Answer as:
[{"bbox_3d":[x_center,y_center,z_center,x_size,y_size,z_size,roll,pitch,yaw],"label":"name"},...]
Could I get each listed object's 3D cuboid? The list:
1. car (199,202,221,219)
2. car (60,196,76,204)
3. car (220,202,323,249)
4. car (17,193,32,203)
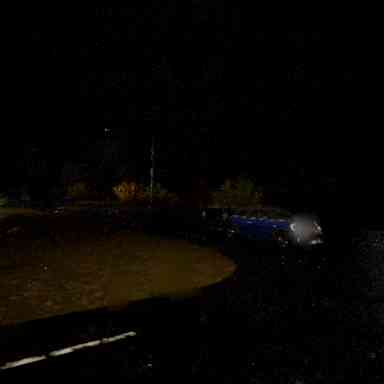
[{"bbox_3d":[2.575,1.643,28.710,2.128,1.511,4.902,1,0,-37],"label":"car"},{"bbox_3d":[-23.466,1.437,63.028,1.812,1.442,4.674,1,0,-37],"label":"car"},{"bbox_3d":[3.741,1.482,15.592,2.097,1.767,4.553,1,0,-37],"label":"car"},{"bbox_3d":[-32.557,1.321,65.175,1.812,1.442,4.674,1,0,-30],"label":"car"}]
